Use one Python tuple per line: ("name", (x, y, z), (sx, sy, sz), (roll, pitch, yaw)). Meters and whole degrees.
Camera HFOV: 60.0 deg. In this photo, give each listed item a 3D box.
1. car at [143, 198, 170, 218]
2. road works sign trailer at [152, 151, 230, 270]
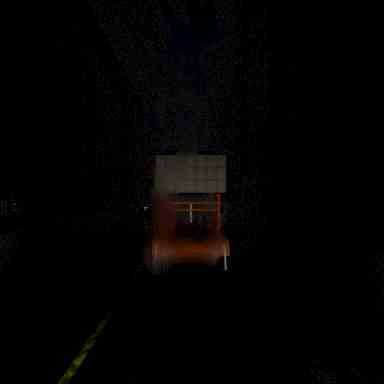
("car", (-3.101, 1.347, 29.918), (2.097, 1.767, 4.553), (0, 0, 0))
("road works sign trailer", (-0.035, 0.463, 10.976), (2.380, 3.560, 2.880), (0, 0, 0))
